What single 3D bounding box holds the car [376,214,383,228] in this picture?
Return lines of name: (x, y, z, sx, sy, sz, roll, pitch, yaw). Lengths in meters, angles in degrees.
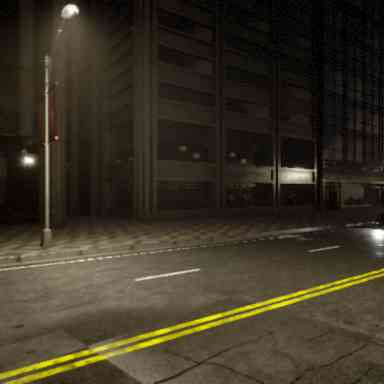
car: (13.569, 1.630, 21.221, 4.181, 1.385, 1.994, 0, 0, -35)
